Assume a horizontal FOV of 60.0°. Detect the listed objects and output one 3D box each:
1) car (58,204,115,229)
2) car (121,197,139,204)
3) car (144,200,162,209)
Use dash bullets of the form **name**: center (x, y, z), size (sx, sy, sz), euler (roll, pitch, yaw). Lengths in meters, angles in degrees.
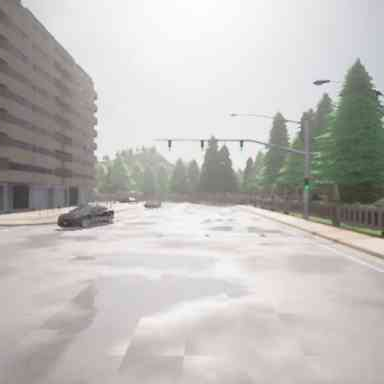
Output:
- **car**: center (-7.286, 1.648, 23.403), size (1.882, 1.535, 5.008), euler (0, 1, 17)
- **car**: center (-13.480, 1.878, 71.739), size (2.033, 1.411, 5.357), euler (0, 0, -40)
- **car**: center (-5.754, 1.830, 49.432), size (1.994, 1.385, 4.181), euler (0, 0, 7)
